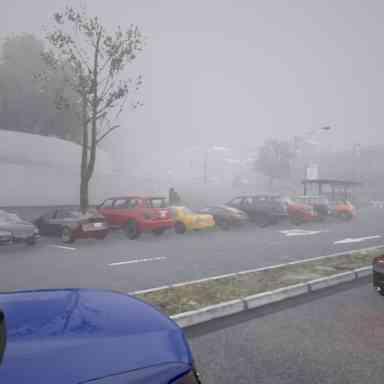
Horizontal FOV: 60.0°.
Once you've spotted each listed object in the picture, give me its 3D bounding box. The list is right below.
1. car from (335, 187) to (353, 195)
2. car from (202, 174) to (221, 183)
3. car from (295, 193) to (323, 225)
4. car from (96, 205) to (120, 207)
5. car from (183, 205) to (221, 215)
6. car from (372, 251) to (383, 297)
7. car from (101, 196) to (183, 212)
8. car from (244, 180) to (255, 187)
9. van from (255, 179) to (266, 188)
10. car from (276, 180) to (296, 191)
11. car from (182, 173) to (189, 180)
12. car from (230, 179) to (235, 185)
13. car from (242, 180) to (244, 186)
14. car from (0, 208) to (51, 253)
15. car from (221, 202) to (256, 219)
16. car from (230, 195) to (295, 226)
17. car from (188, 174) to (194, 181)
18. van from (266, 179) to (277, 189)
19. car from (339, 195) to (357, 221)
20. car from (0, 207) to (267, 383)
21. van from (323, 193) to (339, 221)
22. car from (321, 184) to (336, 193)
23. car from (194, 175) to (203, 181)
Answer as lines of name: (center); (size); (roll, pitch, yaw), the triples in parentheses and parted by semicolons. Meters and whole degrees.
car: (26.187, 0.128, 56.424); (2.002, 1.452, 4.674); (7, 3, 35)
car: (5.602, -3.184, 86.181); (1.946, 1.575, 5.366); (7, 3, 34)
car: (6.285, 1.264, 24.551); (5.566, 2.045, 2.435); (-1, -1, 35)
car: (-6.045, 1.524, 15.913); (4.792, 1.488, 2.163); (-1, -1, 35)
car: (-1.273, 1.501, 19.476); (5.366, 1.575, 1.946); (-1, -1, 35)
car: (5.821, 1.514, 7.256); (4.892, 1.490, 1.837); (0, 0, -35)
car: (-3.596, 1.247, 17.653); (5.566, 2.045, 2.435); (-1, -1, 35)
car: (14.257, -1.820, 73.871); (1.946, 1.575, 5.366); (7, 3, 35)
van: (15.826, -1.772, 71.136); (1.878, 1.987, 4.442); (7, 4, 35)
car: (19.305, -1.000, 66.296); (2.231, 1.521, 4.892); (7, 3, 35)
car: (0.242, -4.093, 93.387); (2.185, 1.767, 4.553); (4, 1, 34)
car: (10.693, -2.325, 78.660); (2.002, 1.452, 4.674); (7, 3, 35)
car: (12.430, -2.051, 76.195); (2.002, 1.452, 4.674); (7, 4, 35)
car: (-8.468, 1.493, 14.171); (4.892, 1.521, 2.231); (-1, -1, 35)
car: (1.337, 1.547, 21.098); (4.674, 1.452, 2.002); (-1, -1, 35)
car: (3.768, 1.260, 22.851); (5.566, 2.045, 2.435); (-1, -1, 35)
car: (1.967, -3.858, 90.914); (2.185, 1.767, 4.553); (6, 3, 34)
van: (17.550, -1.499, 68.662); (1.878, 1.987, 4.442); (7, 4, 35)
car: (11.239, 1.400, 27.961); (4.553, 1.767, 2.185); (-1, -1, 35)
car: (-2.431, 1.221, 1.402); (5.566, 2.045, 2.150); (0, 0, -35)
van: (8.826, 1.294, 26.216); (4.442, 1.987, 1.878); (-1, -1, 35)
car: (24.501, -0.434, 58.900); (2.435, 2.045, 5.566); (7, 3, 35)
car: (3.756, -3.706, 88.444); (2.435, 2.045, 5.566); (7, 4, 34)
